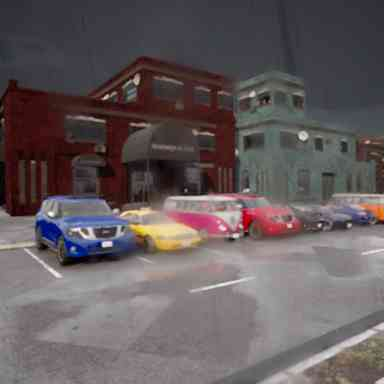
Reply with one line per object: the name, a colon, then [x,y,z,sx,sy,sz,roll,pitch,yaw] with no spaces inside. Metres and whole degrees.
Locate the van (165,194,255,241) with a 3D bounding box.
van: [0.481,1.186,15.195,1.878,1.987,4.442,0,0,-35]

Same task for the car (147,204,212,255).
car: [-1.742,1.422,13.527,1.946,1.575,5.366,0,0,-35]

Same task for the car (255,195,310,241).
car: [2.691,1.148,16.879,2.435,2.045,5.566,0,0,-35]

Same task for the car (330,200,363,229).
car: [7.220,1.408,20.105,2.163,1.488,4.792,0,0,-35]

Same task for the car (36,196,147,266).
car: [-4.097,1.187,12.042,2.435,2.045,5.566,0,0,-35]

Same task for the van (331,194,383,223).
van: [11.661,1.137,23.450,1.878,1.987,4.442,0,0,-35]

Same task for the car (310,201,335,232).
car: [4.944,1.390,18.511,2.231,1.521,4.892,0,0,-35]

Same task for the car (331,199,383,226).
car: [9.366,1.411,21.667,2.002,1.452,4.674,0,0,-35]
